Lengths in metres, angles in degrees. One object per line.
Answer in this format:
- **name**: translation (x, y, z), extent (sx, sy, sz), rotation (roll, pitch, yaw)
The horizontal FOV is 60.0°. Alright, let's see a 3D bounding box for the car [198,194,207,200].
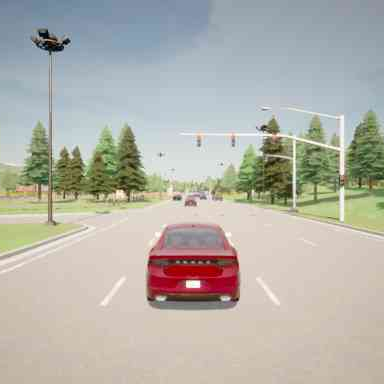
- **car**: translation (3.139, 1.513, 94.414), extent (1.812, 1.442, 4.674), rotation (0, 0, 0)

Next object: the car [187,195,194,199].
- **car**: translation (-0.359, 1.416, 94.017), extent (1.895, 1.301, 4.718), rotation (0, 0, 0)

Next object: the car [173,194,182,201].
- **car**: translation (-3.819, 1.459, 83.554), extent (1.882, 1.535, 5.008), rotation (0, 0, 0)

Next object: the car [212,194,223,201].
- **car**: translation (6.681, 1.507, 83.595), extent (2.128, 1.511, 4.902), rotation (0, 0, 0)

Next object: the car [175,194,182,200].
- **car**: translation (-3.859, 1.299, 93.974), extent (1.882, 1.535, 5.008), rotation (0, 0, 0)

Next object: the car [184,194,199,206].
- **car**: translation (-0.201, 1.519, 52.955), extent (1.812, 1.442, 4.674), rotation (0, 0, 0)

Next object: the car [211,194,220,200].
- **car**: translation (6.641, 1.361, 94.014), extent (2.033, 1.411, 5.357), rotation (0, 0, 0)

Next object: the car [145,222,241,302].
- **car**: translation (0.031, 1.477, 8.353), extent (1.882, 1.535, 5.008), rotation (0, 0, 0)
